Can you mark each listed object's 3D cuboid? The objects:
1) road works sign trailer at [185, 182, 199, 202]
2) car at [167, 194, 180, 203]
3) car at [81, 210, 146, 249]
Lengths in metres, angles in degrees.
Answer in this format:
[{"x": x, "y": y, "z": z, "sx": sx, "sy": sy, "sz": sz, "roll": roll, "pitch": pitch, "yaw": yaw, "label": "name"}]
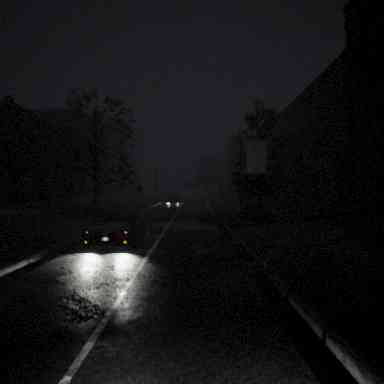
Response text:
[{"x": 0.005, "y": -0.021, "z": 59.049, "sx": 2.380, "sy": 3.560, "sz": 2.880, "roll": 0, "pitch": 1, "yaw": 0, "label": "road works sign trailer"}, {"x": -3.073, "y": 1.045, "z": 55.993, "sx": 1.837, "sy": 1.490, "sz": 4.892, "roll": 0, "pitch": 1, "yaw": 0, "label": "car"}, {"x": -3.100, "y": 1.472, "z": 13.881, "sx": 1.994, "sy": 1.385, "sz": 4.181, "roll": 0, "pitch": 1, "yaw": 0, "label": "car"}]
